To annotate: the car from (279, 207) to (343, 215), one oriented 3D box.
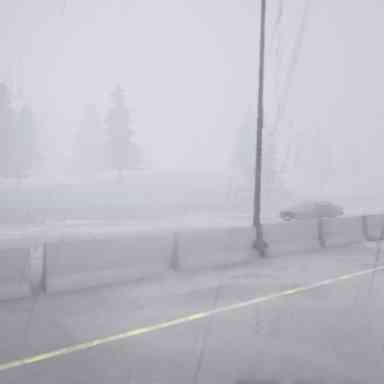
[{"bbox_3d":[8.215,1.235,22.571,5.357,1.411,2.033,0,0,-35],"label":"car"}]
